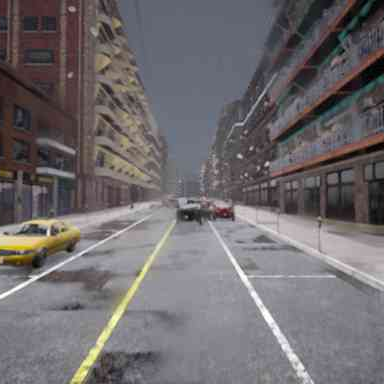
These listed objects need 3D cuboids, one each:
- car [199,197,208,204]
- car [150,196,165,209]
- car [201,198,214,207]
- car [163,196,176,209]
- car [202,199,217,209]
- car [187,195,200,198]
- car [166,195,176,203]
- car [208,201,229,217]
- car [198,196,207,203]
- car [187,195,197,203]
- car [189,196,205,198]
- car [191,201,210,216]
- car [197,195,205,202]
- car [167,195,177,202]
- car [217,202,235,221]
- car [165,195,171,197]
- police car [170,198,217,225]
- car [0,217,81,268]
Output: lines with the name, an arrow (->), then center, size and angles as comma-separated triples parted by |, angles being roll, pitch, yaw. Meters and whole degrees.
car -> 2.592, 1.937, 77.948 | 1.887, 1.381, 4.507 | 1, 0, 0
car -> -5.290, 1.743, 50.189 | 1.752, 1.417, 4.829 | 2, 0, 0
car -> 2.590, 1.800, 55.827 | 2.008, 1.369, 4.403 | 1, 0, 0
car -> -2.826, 1.741, 49.789 | 1.812, 1.442, 4.674 | 0, 0, 0
car -> 2.590, 1.763, 50.295 | 1.887, 1.381, 4.507 | 1, 0, 0
car -> 0.007, 1.755, 60.555 | 1.882, 1.535, 5.008 | 0, 0, 0
car -> -5.282, 1.747, 83.543 | 2.192, 1.841, 5.009 | 1, 0, 0
car -> 2.589, 1.657, 33.875 | 1.752, 1.417, 4.829 | 1, 0, 0
car -> 2.603, 1.872, 83.481 | 1.967, 1.590, 4.097 | 1, 0, 0
car -> 0.008, 1.602, 75.533 | 2.097, 1.767, 4.553 | 0, 0, 0
car -> 0.830, 1.623, 41.035 | 1.801, 1.575, 5.366 | 0, 0, 0
car -> 0.829, 1.662, 34.841 | 1.812, 1.442, 4.674 | 0, 0, 0
car -> 2.565, 1.830, 94.543 | 2.192, 1.841, 5.009 | 1, 0, 0
car -> -5.281, 1.788, 89.072 | 2.192, 1.841, 5.009 | 1, 0, 0
car -> 2.588, 1.650, 28.173 | 1.887, 1.381, 4.507 | 1, 0, 0
car -> -5.284, 1.565, 55.892 | 2.192, 1.841, 5.009 | 2, 0, 0
police car -> 0.278, 1.517, 25.223 | 1.930, 1.638, 5.238 | 0, 0, 15
car -> -5.292, 1.563, 11.482 | 1.752, 1.417, 4.829 | 2, 0, 0
